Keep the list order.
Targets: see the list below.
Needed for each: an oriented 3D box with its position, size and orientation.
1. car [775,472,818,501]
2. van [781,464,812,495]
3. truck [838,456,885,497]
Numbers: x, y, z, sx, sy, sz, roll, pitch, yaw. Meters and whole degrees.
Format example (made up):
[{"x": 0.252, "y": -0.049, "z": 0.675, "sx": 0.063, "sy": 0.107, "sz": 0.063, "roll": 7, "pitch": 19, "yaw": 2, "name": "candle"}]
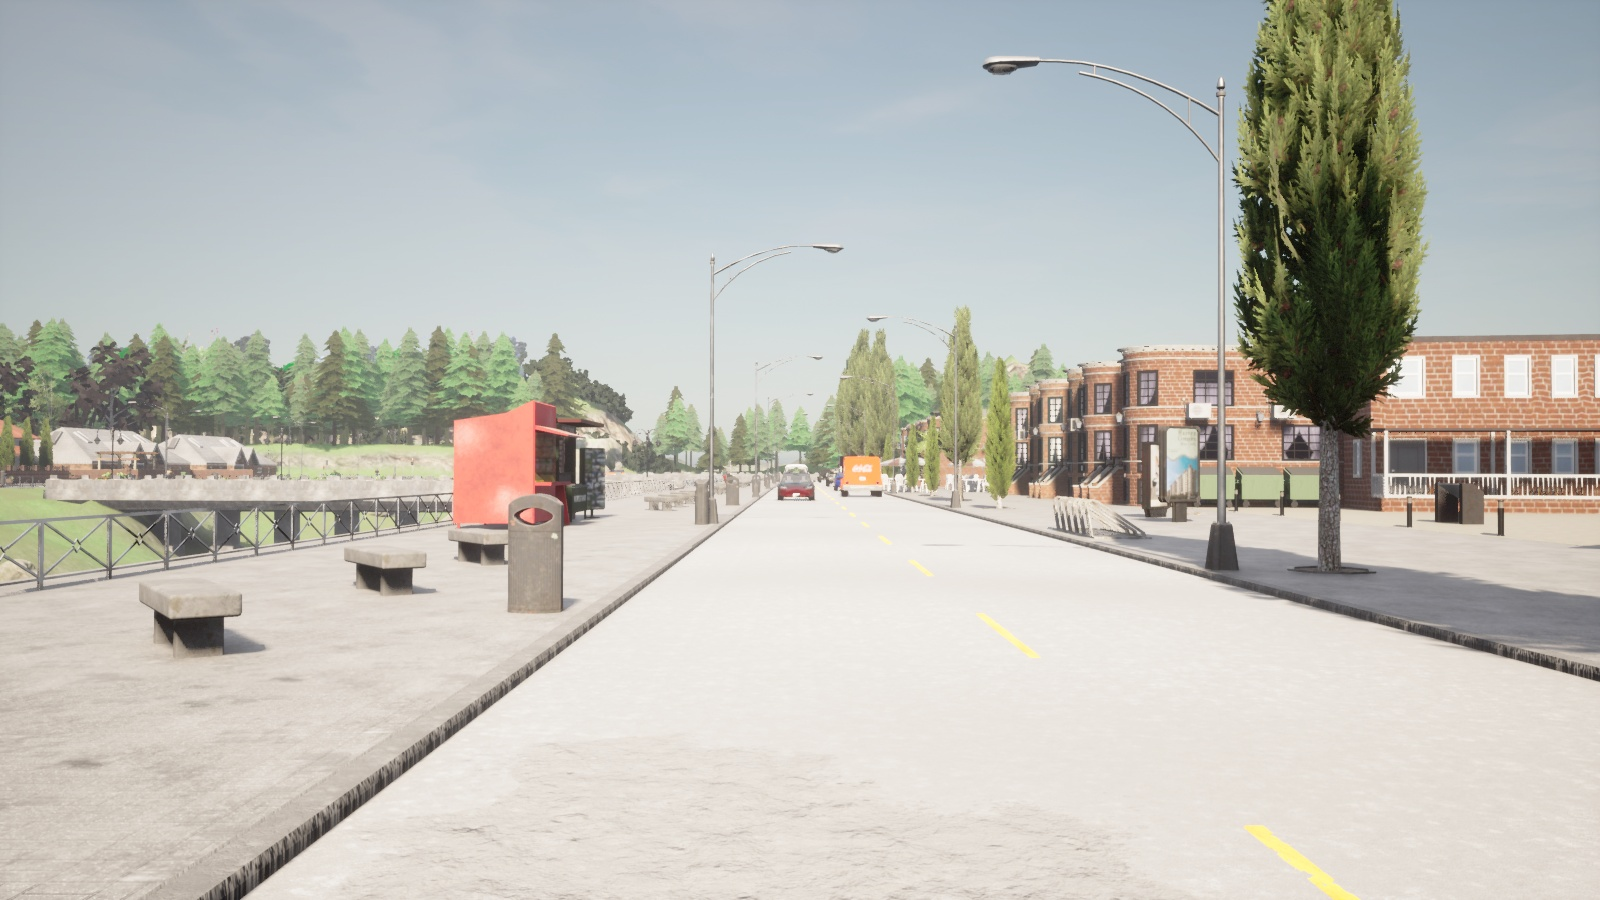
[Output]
[{"x": -0.185, "y": 1.936, "z": 66.911, "sx": 2.163, "sy": 1.488, "sz": 4.792, "roll": 0, "pitch": -1, "yaw": 0, "name": "car"}, {"x": -0.236, "y": 1.965, "z": 85.133, "sx": 2.069, "sy": 2.038, "sz": 4.480, "roll": 0, "pitch": -1, "yaw": 0, "name": "van"}, {"x": 3.780, "y": 1.625, "z": 78.374, "sx": 2.627, "sy": 2.467, "sz": 5.204, "roll": 0, "pitch": -1, "yaw": 0, "name": "truck"}]
